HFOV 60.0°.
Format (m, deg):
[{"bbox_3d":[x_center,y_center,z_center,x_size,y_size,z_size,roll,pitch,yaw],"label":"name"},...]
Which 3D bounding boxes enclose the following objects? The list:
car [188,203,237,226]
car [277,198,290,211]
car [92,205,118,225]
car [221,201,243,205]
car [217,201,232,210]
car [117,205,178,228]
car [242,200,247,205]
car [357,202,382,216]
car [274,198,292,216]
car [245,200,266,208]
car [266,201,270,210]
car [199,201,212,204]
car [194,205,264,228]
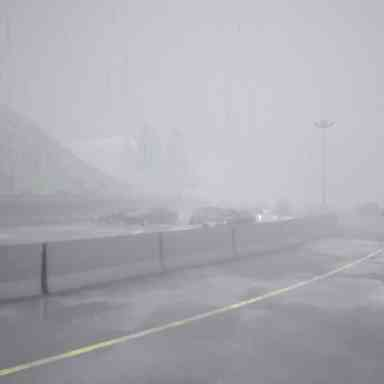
[{"bbox_3d":[1.511,1.902,26.440,1.837,1.490,4.892,1,-1,31],"label":"car"},{"bbox_3d":[15.849,2.126,57.612,2.150,2.045,5.566,0,-1,16],"label":"car"},{"bbox_3d":[-6.050,1.874,27.736,2.128,1.511,4.902,0,-1,36],"label":"car"},{"bbox_3d":[5.605,2.234,46.857,1.812,1.442,4.674,0,-1,15],"label":"car"},{"bbox_3d":[6.135,2.445,61.867,1.837,1.490,4.892,0,-1,16],"label":"car"},{"bbox_3d":[-3.083,1.847,25.884,1.882,1.535,5.008,0,-1,35],"label":"car"},{"bbox_3d":[10.078,2.343,62.943,2.097,1.767,4.553,0,-1,16],"label":"car"},{"bbox_3d":[22.899,2.082,43.126,2.097,1.767,4.553,0,-1,16],"label":"car"},{"bbox_3d":[11.337,2.006,41.339,2.097,1.767,4.553,0,-1,15],"label":"car"},{"bbox_3d":[8.505,2.209,44.233,1.812,1.442,4.674,0,-1,15],"label":"car"},{"bbox_3d":[13.316,2.447,61.534,2.128,1.511,4.902,0,-1,16],"label":"car"},{"bbox_3d":[1.803,2.036,46.252,2.097,1.767,4.553,0,-1,15],"label":"car"},{"bbox_3d":[2.569,1.826,21.809,2.128,1.511,4.902,0,-1,35],"label":"car"}]
